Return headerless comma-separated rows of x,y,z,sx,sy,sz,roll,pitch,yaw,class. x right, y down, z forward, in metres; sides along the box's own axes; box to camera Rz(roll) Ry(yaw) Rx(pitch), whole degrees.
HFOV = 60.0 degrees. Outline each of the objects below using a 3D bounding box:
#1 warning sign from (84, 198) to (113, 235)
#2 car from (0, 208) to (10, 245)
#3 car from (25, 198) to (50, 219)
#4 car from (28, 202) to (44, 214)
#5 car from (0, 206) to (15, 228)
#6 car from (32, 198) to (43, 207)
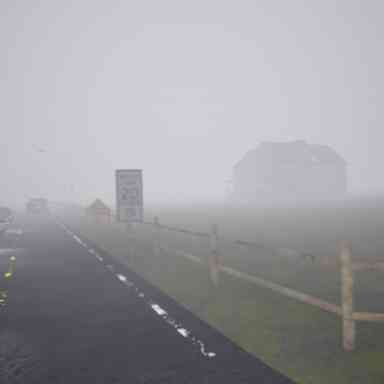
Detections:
-4.977,1.244,17.635,1.300,1.860,1.060,-1,0,-26,warning sign
-10.360,1.803,16.584,1.812,1.442,4.674,-2,0,-27,car
-16.204,1.659,35.023,2.150,2.045,5.566,-2,0,-25,car
-21.623,2.119,46.044,1.812,1.442,4.674,-2,0,-26,car
-14.704,1.873,25.445,1.882,1.535,5.008,-2,0,-26,car
-35.380,2.362,76.213,2.097,1.767,4.553,-2,0,-26,car
